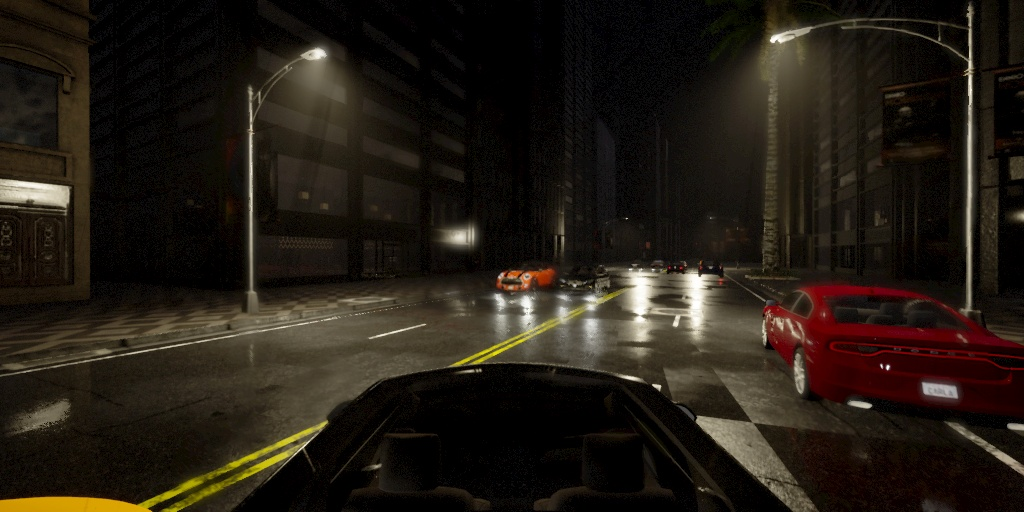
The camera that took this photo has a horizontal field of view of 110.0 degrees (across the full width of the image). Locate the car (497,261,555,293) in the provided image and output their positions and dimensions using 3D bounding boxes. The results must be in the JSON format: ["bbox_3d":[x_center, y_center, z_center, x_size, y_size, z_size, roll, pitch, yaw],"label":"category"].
[{"bbox_3d":[0.957,1.105,21.011,2.097,1.767,4.553,0,0,27],"label":"car"}]

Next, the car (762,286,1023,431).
[{"bbox_3d":[5.516,1.228,5.869,1.882,1.535,5.008,0,0,27],"label":"car"}]

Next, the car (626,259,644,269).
[{"bbox_3d":[20.429,1.313,58.750,1.812,1.442,4.674,0,0,28],"label":"car"}]

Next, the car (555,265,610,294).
[{"bbox_3d":[4.294,1.259,20.395,1.837,1.490,4.892,0,0,27],"label":"car"}]

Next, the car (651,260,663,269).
[{"bbox_3d":[23.569,1.336,57.739,2.033,1.411,5.357,0,0,28],"label":"car"}]

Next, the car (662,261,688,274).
[{"bbox_3d":[18.667,1.317,40.762,2.033,1.411,5.357,0,0,27],"label":"car"}]

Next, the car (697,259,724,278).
[{"bbox_3d":[19.305,1.118,34.939,2.097,1.767,4.553,0,0,27],"label":"car"}]
